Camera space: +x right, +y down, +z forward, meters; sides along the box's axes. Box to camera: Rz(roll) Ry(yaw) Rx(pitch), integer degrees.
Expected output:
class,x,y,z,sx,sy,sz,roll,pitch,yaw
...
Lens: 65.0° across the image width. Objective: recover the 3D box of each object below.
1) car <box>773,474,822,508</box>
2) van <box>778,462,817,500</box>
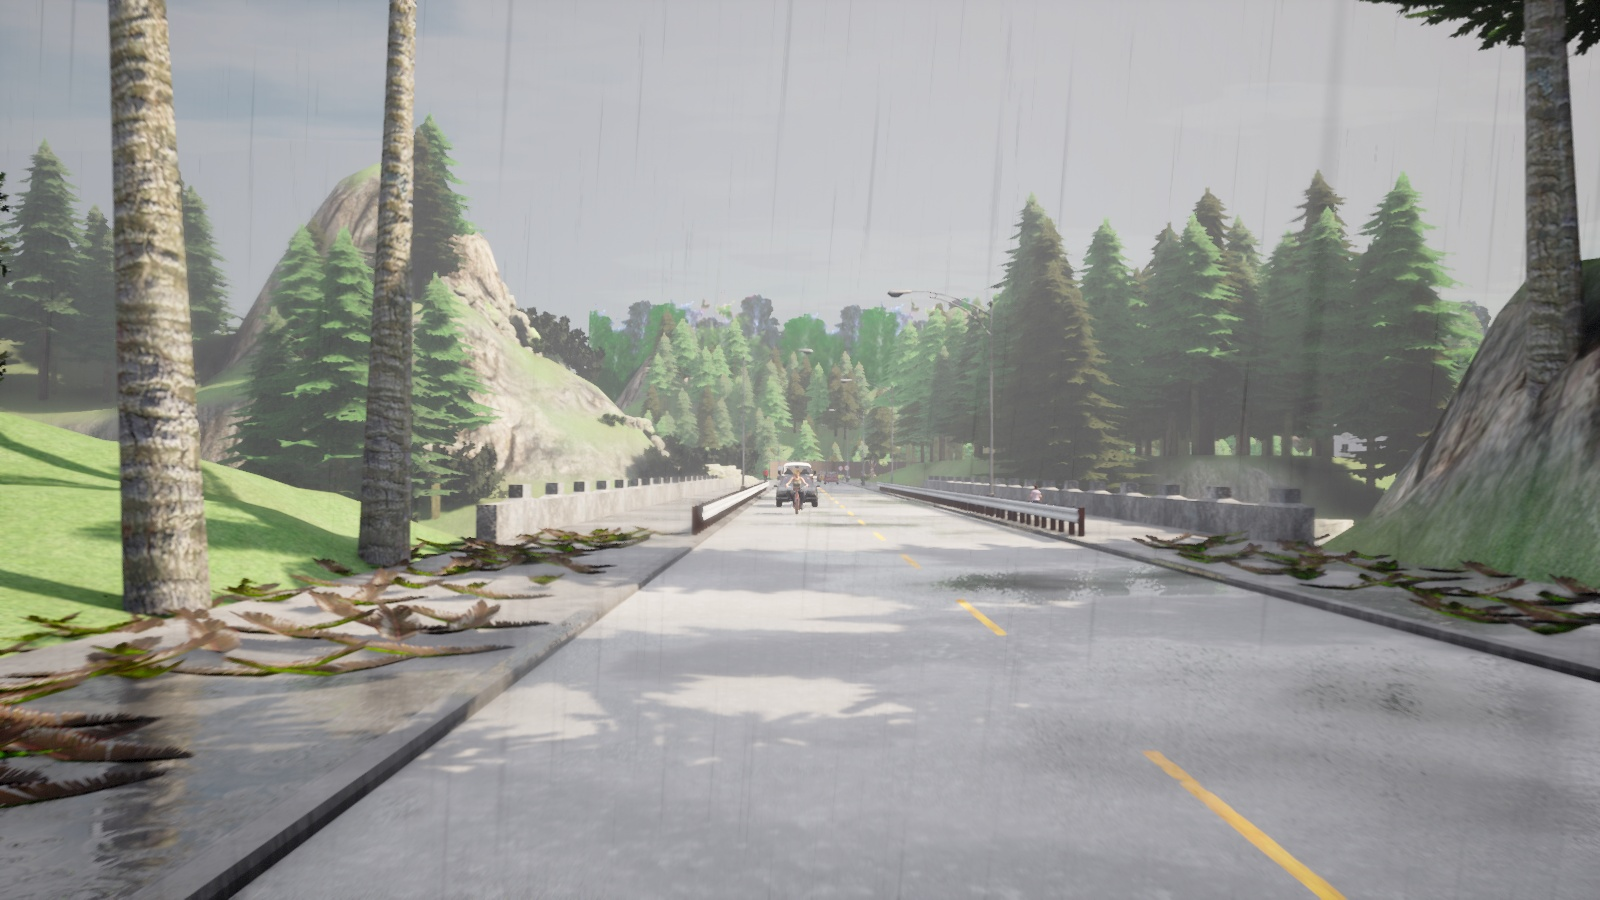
class,x,y,z,sx,sy,sz,roll,pitch,yaw
car,-0.119,1.792,55.535,2.033,1.411,5.357,0,-1,0
van,-0.149,1.693,68.935,2.069,2.038,4.480,0,-1,0
